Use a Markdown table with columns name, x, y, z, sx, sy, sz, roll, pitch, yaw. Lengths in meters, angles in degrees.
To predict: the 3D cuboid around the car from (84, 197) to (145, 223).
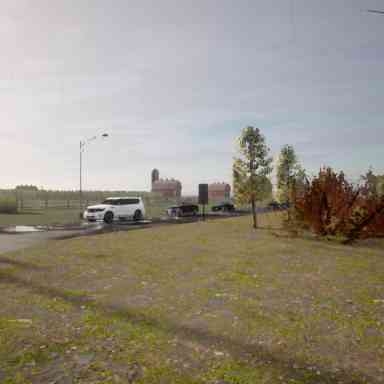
| name | x | y | z | sx | sy | sz | roll | pitch | yaw |
| --- | --- | --- | --- | --- | --- | --- | --- | --- | --- |
| car | -6.390 | 1.452 | 28.174 | 2.150 | 2.045 | 5.566 | -1 | -1 | 34 |

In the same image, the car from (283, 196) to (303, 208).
| name | x | y | z | sx | sy | sz | roll | pitch | yaw |
| --- | --- | --- | --- | --- | --- | --- | --- | --- | --- |
| car | 18.765 | 1.783 | 61.649 | 2.150 | 2.045 | 5.566 | -1 | -1 | 32 |

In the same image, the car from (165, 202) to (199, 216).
| name | x | y | z | sx | sy | sz | roll | pitch | yaw |
| --- | --- | --- | --- | --- | --- | --- | --- | --- | --- |
| car | -1.057 | 1.817 | 36.690 | 2.128 | 1.511 | 4.902 | -1 | -1 | 32 |

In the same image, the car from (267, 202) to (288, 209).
| name | x | y | z | sx | sy | sz | roll | pitch | yaw |
| --- | --- | --- | --- | --- | --- | --- | --- | --- | --- |
| car | 13.531 | 1.965 | 53.126 | 1.837 | 1.490 | 4.892 | -1 | -1 | 32 |

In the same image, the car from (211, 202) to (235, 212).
| name | x | y | z | sx | sy | sz | roll | pitch | yaw |
| --- | --- | --- | --- | --- | --- | --- | --- | --- | --- |
| car | 4.283 | 1.986 | 45.205 | 1.994 | 1.385 | 4.181 | -1 | -1 | 32 |
